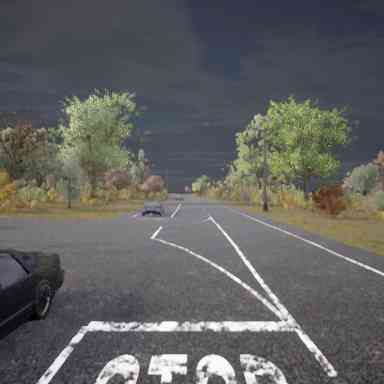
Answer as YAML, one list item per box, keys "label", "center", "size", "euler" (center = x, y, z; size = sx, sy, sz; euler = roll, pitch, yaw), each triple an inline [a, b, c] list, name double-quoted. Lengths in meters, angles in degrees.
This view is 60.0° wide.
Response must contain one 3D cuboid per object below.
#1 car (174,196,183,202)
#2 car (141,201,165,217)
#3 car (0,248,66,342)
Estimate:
- label: "car"
  center: [-3.207, 1.626, 81.769]
  size: [2.033, 1.411, 5.357]
  euler: [0, 0, 6]
- label: "car"
  center: [-3.604, 1.574, 31.721]
  size: [2.033, 1.411, 5.357]
  euler: [0, 0, 0]
- label: "car"
  center: [-3.504, 1.561, 4.537]
  size: [2.033, 1.411, 5.357]
  euler: [0, 1, 0]
